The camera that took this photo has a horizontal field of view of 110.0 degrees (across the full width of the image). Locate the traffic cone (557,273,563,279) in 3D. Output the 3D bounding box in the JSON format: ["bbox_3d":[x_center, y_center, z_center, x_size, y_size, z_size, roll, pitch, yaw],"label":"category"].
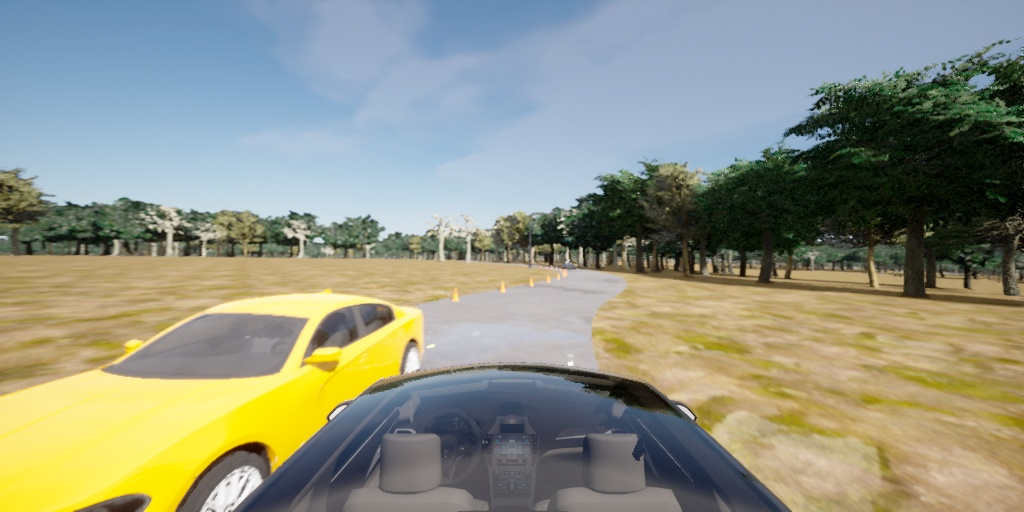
[{"bbox_3d":[4.472,1.959,34.607,0.340,0.580,0.340,0,0,16],"label":"traffic cone"}]

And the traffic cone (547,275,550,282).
[{"bbox_3d":[3.037,1.899,29.966,0.340,0.580,0.340,0,0,19],"label":"traffic cone"}]

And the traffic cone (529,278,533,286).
[{"bbox_3d":[1.362,1.836,25.405,0.340,0.580,0.340,0,0,22],"label":"traffic cone"}]

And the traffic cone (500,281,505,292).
[{"bbox_3d":[-0.548,1.774,20.938,0.340,0.580,0.340,0,0,25],"label":"traffic cone"}]

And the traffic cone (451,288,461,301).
[{"bbox_3d":[-2.524,1.712,16.048,0.340,0.580,0.340,0,0,19],"label":"traffic cone"}]

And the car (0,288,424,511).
[{"bbox_3d":[-2.520,1.188,3.913,1.882,1.535,5.008,1,0,5],"label":"car"}]

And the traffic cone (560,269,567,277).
[{"bbox_3d":[5.663,2.015,39.317,0.340,0.580,0.340,0,0,13],"label":"traffic cone"}]

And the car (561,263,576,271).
[{"bbox_3d":[9.970,1.853,63.448,1.994,1.385,4.181,1,0,-2],"label":"car"}]
